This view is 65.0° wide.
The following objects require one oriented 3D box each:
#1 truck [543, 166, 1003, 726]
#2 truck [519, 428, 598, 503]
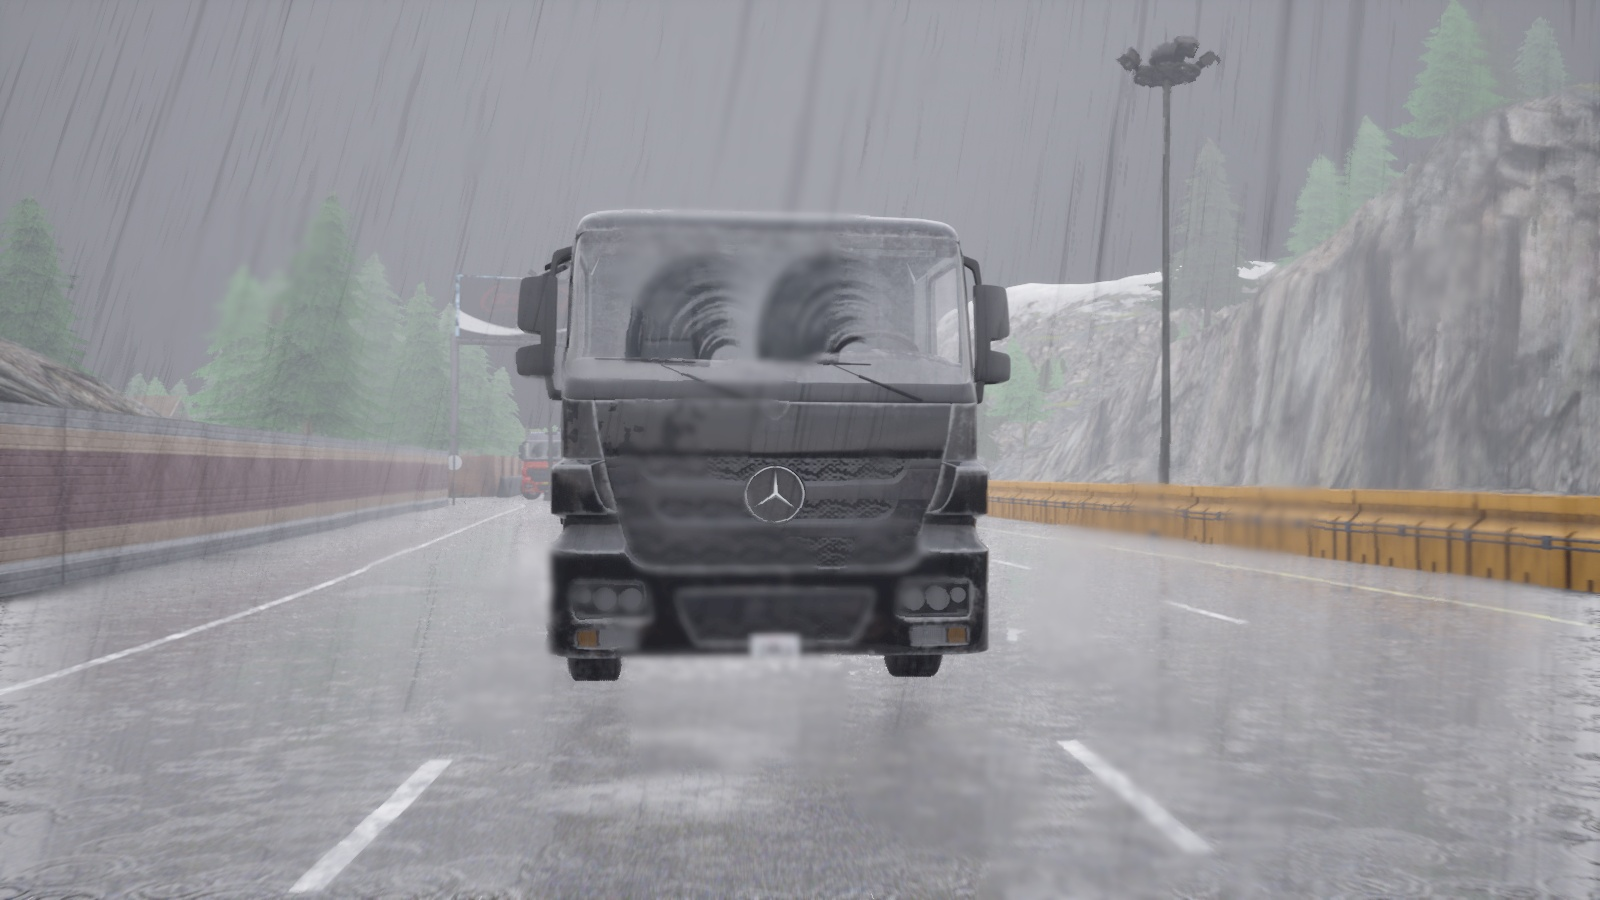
[{"bbox_3d":[-0.566,0.033,11.847,2.891,3.462,7.936,0,-1,-6],"label":"truck"},{"bbox_3d":[-13.161,0.860,69.184,2.891,3.827,8.468,-1,-1,-1],"label":"truck"}]
